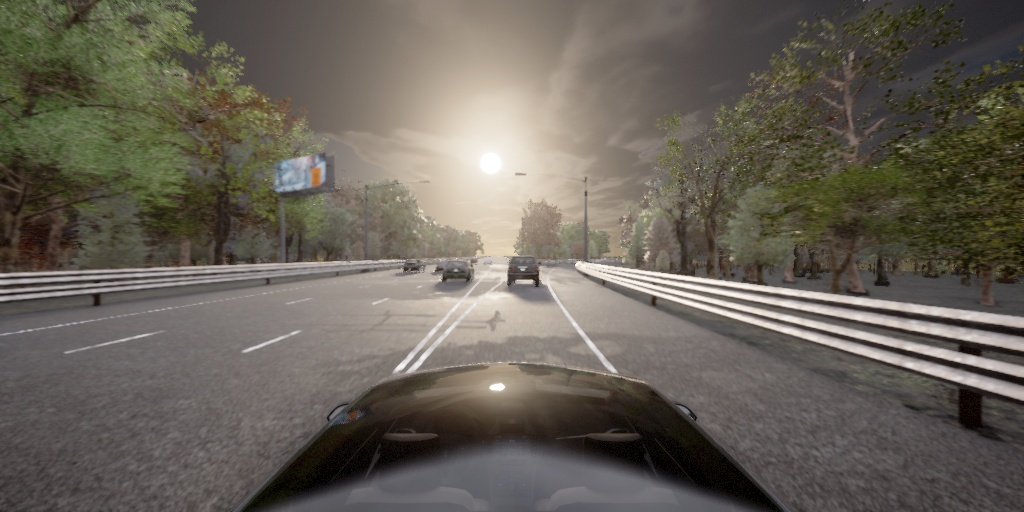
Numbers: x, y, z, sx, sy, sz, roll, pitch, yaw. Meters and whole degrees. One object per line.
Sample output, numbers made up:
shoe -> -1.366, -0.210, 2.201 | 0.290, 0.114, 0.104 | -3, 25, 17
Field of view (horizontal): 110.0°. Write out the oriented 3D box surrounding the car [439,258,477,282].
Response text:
car -> -4.214, 1.086, 28.677 | 2.097, 1.767, 4.553 | 0, 0, -1

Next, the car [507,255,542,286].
car -> 0.919, 0.978, 25.773 | 2.150, 2.045, 5.566 | 0, 0, 5

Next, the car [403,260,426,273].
car -> -11.588, 1.206, 42.912 | 1.837, 1.490, 4.892 | 0, 0, -1

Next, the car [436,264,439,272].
car -> -8.120, 1.281, 44.281 | 1.994, 1.385, 4.181 | 0, 0, -1
